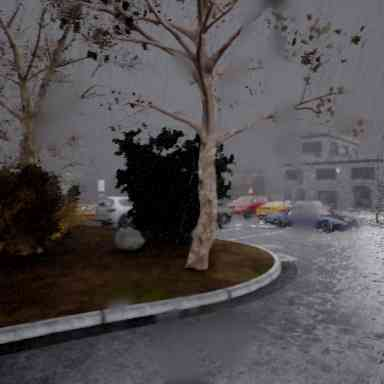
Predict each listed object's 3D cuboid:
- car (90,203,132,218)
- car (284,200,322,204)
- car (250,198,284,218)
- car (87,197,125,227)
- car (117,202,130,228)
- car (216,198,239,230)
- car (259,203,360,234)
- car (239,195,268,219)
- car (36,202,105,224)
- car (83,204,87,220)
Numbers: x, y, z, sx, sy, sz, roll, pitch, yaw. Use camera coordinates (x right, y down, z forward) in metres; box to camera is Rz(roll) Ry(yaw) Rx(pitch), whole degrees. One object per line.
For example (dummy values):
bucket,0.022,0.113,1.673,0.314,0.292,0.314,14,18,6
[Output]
car,-8.321,1.848,34.032,4.674,1.442,1.812,-2,-1,42
car,9.798,1.418,27.320,2.185,1.767,4.553,-1,-1,42
car,7.556,1.571,29.365,2.097,1.535,5.008,-1,-1,42
car,-4.034,1.338,23.326,2.435,2.045,5.566,-1,-1,42
car,-1.968,1.561,21.442,2.231,1.521,4.892,-1,-1,42
car,0.032,1.283,19.679,2.435,2.045,5.566,-1,-1,42
car,6.920,1.577,19.782,2.033,1.411,5.357,0,-1,-41
car,5.367,1.348,31.297,2.435,2.045,5.566,-1,-1,42
car,-10.387,1.732,28.785,1.946,1.575,5.366,-2,-1,42
car,-8.414,1.679,26.999,1.946,1.575,5.366,-1,-1,42
